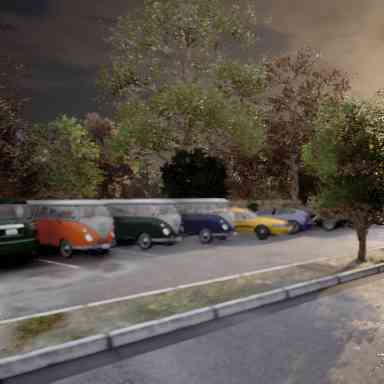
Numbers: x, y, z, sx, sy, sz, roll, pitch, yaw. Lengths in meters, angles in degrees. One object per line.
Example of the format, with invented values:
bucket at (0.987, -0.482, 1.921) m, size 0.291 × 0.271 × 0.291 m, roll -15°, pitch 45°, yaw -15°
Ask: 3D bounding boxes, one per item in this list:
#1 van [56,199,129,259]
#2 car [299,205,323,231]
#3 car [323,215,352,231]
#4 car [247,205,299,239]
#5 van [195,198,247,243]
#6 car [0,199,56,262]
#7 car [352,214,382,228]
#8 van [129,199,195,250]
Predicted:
van at (-4.746, 1.286, 12.558) m, size 4.442 × 1.987 × 1.878 m, roll -1°, pitch -1°, yaw 34°
car at (4.811, 1.575, 19.565) m, size 4.792 × 1.488 × 2.163 m, roll -1°, pitch -1°, yaw 34°
car at (7.283, 1.582, 21.272) m, size 4.792 × 1.488 × 2.163 m, roll -1°, pitch -1°, yaw 34°
car at (2.573, 1.532, 17.715) m, size 5.366 × 1.575 × 1.946 m, roll -1°, pitch -1°, yaw 34°
van at (0.095, 1.302, 16.027) m, size 4.442 × 1.987 × 1.878 m, roll -1°, pitch -1°, yaw 34°
car at (-7.290, 1.254, 10.905) m, size 5.566 × 2.045 × 2.435 m, roll -1°, pitch -1°, yaw 34°
car at (9.648, 1.310, 23.036) m, size 5.566 × 2.045 × 2.435 m, roll -1°, pitch -1°, yaw 34°
van at (-2.326, 1.294, 14.293) m, size 4.442 × 1.987 × 1.878 m, roll -1°, pitch -1°, yaw 34°
